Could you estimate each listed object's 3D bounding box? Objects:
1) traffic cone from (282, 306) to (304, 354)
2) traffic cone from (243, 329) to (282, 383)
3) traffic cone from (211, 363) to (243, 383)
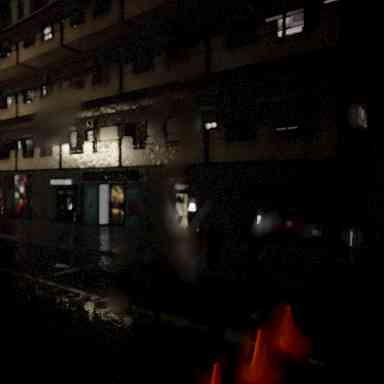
[{"bbox_3d":[1.408,1.946,4.815,0.340,0.580,0.340,0,0,36],"label":"traffic cone"},{"bbox_3d":[0.822,1.946,4.005,0.340,0.580,0.340,0,0,36],"label":"traffic cone"},{"bbox_3d":[0.237,1.946,3.194,0.340,0.580,0.340,0,0,36],"label":"traffic cone"}]
